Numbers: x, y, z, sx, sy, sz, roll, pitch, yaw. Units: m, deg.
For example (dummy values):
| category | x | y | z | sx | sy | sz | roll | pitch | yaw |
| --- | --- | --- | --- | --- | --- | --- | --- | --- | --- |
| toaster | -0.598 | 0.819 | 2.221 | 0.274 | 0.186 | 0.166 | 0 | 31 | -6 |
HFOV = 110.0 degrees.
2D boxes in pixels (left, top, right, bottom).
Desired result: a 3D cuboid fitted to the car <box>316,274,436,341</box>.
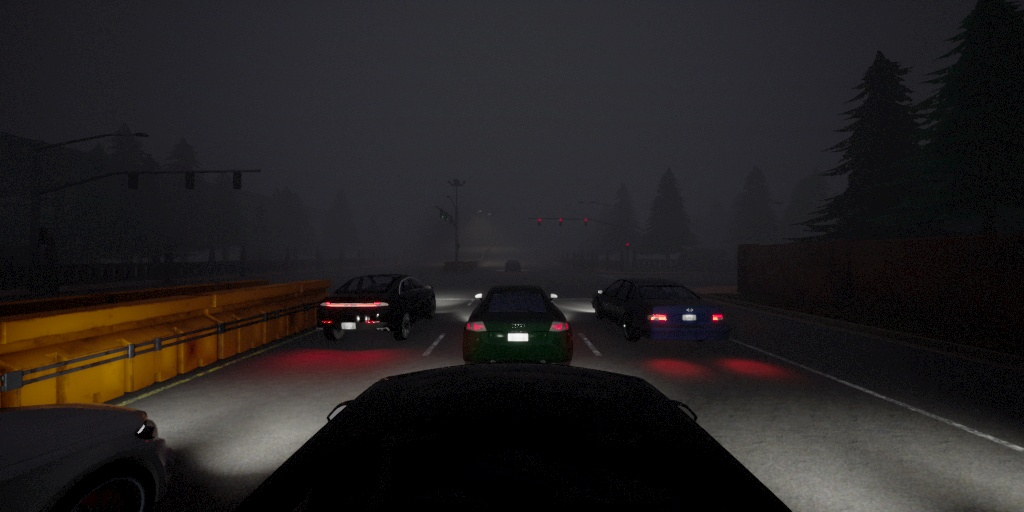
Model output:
| category | x | y | z | sx | sy | sz | roll | pitch | yaw |
| --- | --- | --- | --- | --- | --- | --- | --- | --- | --- |
| car | -3.400 | 1.241 | 9.887 | 2.128 | 1.511 | 4.902 | 0 | 0 | 0 |

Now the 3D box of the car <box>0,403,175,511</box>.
| category | x | y | z | sx | sy | sz | roll | pitch | yaw |
| --- | --- | --- | --- | --- | --- | --- | --- | --- | --- |
| car | -3.403 | 1.276 | 0.651 | 1.812 | 1.442 | 4.674 | 0 | 0 | 0 |

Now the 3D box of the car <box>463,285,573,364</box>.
| category | x | y | z | sx | sy | sz | roll | pitch | yaw |
| --- | --- | --- | --- | --- | --- | --- | --- | --- | --- |
| car | 0.099 | 1.314 | 7.936 | 1.994 | 1.385 | 4.181 | 0 | 0 | 0 |

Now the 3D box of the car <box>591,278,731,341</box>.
| category | x | y | z | sx | sy | sz | roll | pitch | yaw |
| --- | --- | --- | --- | --- | --- | --- | --- | --- | --- |
| car | 3.600 | 1.297 | 9.793 | 2.033 | 1.411 | 5.357 | 0 | 0 | 0 |

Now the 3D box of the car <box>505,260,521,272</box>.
| category | x | y | z | sx | sy | sz | roll | pitch | yaw |
| --- | --- | --- | --- | --- | --- | --- | --- | --- | --- |
| car | 0.100 | 1.228 | 44.809 | 1.882 | 1.535 | 5.008 | 0 | 0 | 0 |
